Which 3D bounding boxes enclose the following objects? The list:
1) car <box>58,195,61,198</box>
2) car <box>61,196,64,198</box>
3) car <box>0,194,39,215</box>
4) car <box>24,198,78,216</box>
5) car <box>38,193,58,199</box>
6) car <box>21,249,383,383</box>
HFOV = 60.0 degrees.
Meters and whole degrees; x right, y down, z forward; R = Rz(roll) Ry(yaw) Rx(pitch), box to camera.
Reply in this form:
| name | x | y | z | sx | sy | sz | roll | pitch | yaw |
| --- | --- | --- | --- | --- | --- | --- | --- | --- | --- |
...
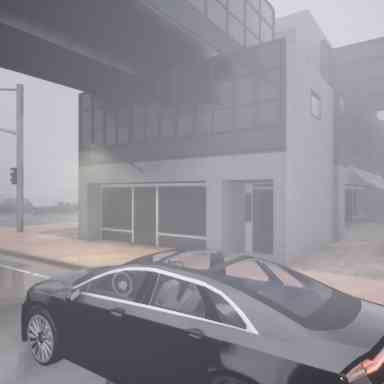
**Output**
| name | x | y | z | sx | sy | sz | roll | pitch | yaw |
| --- | --- | --- | --- | --- | --- | --- | --- | --- | --- |
| car | -28.886 | 1.362 | 71.739 | 3.905 | 1.438 | 1.784 | 0 | 0 | 35 |
| car | -12.587 | 1.477 | 39.671 | 1.882 | 1.535 | 5.008 | 0 | 0 | 37 |
| car | -17.924 | 1.351 | 32.439 | 2.097 | 1.767 | 4.553 | 0 | 0 | 36 |
| car | -13.426 | 1.600 | 32.665 | 1.895 | 1.301 | 4.718 | 0 | 0 | 36 |
| car | -30.613 | 1.151 | 69.412 | 4.605 | 1.855 | 1.932 | 0 | 0 | 35 |
| car | -0.235 | 1.491 | 4.160 | 4.902 | 1.511 | 2.128 | 0 | 0 | 35 |
